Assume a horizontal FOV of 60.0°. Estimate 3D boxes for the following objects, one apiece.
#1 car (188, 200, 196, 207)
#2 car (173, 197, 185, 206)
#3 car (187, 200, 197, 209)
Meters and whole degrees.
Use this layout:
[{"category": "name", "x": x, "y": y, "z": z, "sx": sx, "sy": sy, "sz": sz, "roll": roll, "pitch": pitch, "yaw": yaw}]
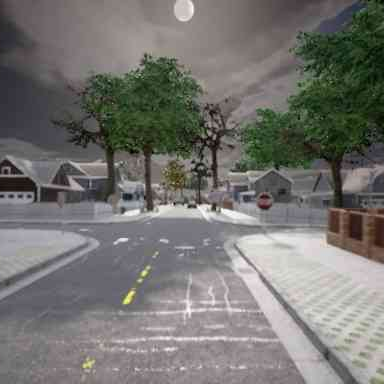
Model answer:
[{"category": "car", "x": -0.002, "y": 2.621, "z": 75.238, "sx": 1.837, "sy": 1.490, "sz": 4.892, "roll": 0, "pitch": -1, "yaw": 0}, {"category": "car", "x": -2.752, "y": 1.971, "z": 70.220, "sx": 2.150, "sy": 2.045, "sz": 5.566, "roll": 0, "pitch": -1, "yaw": 0}, {"category": "car", "x": 0.000, "y": 2.546, "z": 65.197, "sx": 1.812, "sy": 1.442, "sz": 4.674, "roll": 0, "pitch": -1, "yaw": 0}]
